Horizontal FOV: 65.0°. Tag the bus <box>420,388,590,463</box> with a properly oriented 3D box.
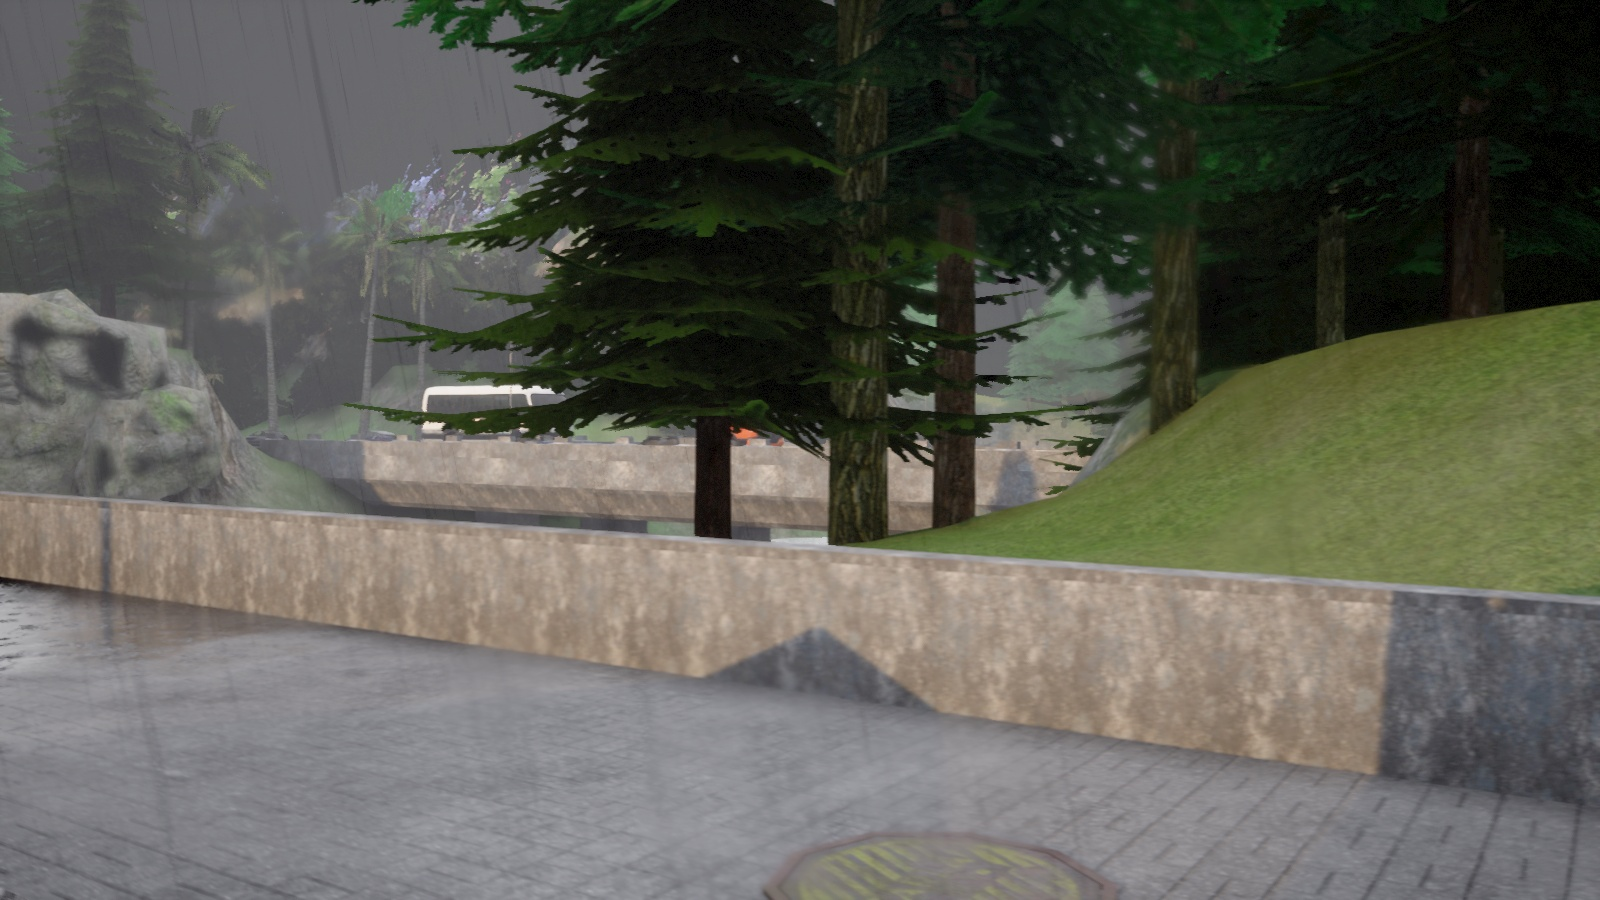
[{"bbox_3d":[-17.822,-1.427,75.444,10.273,4.253,3.944,0,1,34],"label":"bus"}]

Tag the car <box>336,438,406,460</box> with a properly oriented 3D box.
[{"bbox_3d":[-30.237,-0.089,88.500,4.792,1.488,2.163,0,1,34],"label":"car"}]

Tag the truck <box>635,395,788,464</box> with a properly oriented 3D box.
[{"bbox_3d":[-4.770,-1.057,66.801,7.936,3.462,2.891,0,1,34],"label":"truck"}]
